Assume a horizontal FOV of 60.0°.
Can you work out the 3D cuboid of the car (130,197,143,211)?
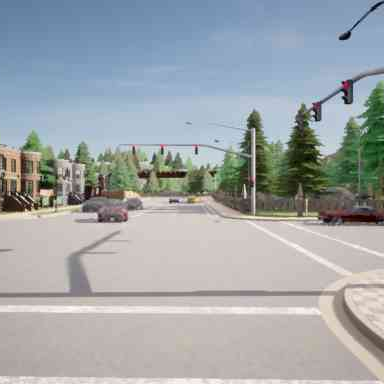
[{"bbox_3d":[-7.123,1.504,40.400,1.837,1.490,4.892,0,0,0],"label":"car"}]

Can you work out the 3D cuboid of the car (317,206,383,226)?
[{"bbox_3d":[11.171,1.601,22.914,4.718,1.301,1.895,0,0,2],"label":"car"}]

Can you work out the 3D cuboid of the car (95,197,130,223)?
[{"bbox_3d":[-6.103,1.351,25.635,2.097,1.767,4.553,0,0,-13],"label":"car"}]

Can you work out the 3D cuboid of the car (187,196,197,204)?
[{"bbox_3d":[0.051,1.477,64.944,1.882,1.535,5.008,0,0,0],"label":"car"}]

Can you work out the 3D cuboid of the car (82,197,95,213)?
[{"bbox_3d":[-10.624,1.353,36.945,2.097,1.767,4.553,0,0,0],"label":"car"}]

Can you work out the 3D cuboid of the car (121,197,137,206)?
[{"bbox_3d":[-10.543,1.541,55.653,1.812,1.442,4.674,0,0,0],"label":"car"}]

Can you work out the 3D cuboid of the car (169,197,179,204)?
[{"bbox_3d":[-3.450,1.601,65.232,1.895,1.301,4.718,0,0,0],"label":"car"}]
